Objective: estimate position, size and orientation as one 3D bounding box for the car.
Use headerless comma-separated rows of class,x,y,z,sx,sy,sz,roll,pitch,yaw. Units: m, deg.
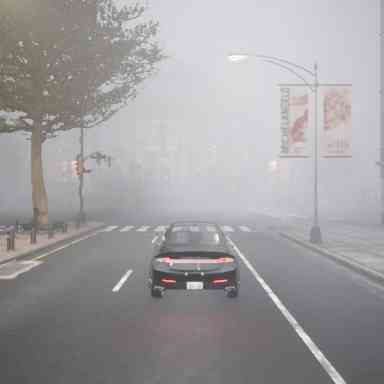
car,0.061,1.491,8.489,2.128,1.511,4.902,0,0,0
